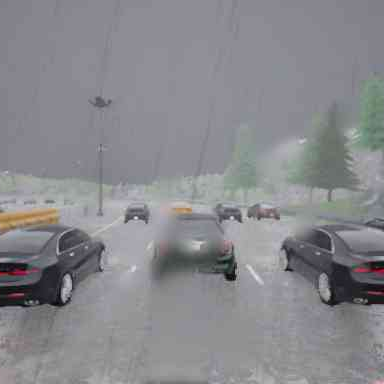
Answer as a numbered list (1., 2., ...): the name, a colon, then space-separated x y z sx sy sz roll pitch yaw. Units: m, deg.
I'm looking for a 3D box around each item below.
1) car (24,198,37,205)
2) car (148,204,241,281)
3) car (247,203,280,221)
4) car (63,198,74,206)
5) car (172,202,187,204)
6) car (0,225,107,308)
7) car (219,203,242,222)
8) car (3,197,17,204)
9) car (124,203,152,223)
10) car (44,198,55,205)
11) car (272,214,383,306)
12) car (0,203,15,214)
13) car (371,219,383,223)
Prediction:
1. car: -31.348 1.787 64.509 1.994 1.385 4.181 0 0 -21
2. car: 0.033 1.403 10.228 2.097 1.767 4.553 0 0 -1
3. car: 6.043 1.661 28.460 1.812 1.442 4.674 0 0 -6
4. car: -23.412 1.844 63.323 2.128 1.511 4.902 0 0 -19
5. car: -1.139 1.630 29.900 1.882 1.535 5.008 0 0 -6
6. car: -3.435 1.553 8.044 1.837 1.490 4.892 0 0 -1
7. car: 2.698 1.638 26.710 1.837 1.490 4.892 0 0 -5
8. car: -34.808 1.623 63.745 1.812 1.442 4.674 0 0 -21
9. car: -4.326 1.647 26.717 1.837 1.490 4.892 0 0 -6
10. car: -28.093 1.828 65.794 1.895 1.301 4.718 0 0 -21
11. car: 3.564 1.544 8.121 1.837 1.490 4.892 0 0 -1
12. car: -14.788 1.741 23.814 1.895 1.301 4.718 0 0 -5
13. car: 7.011 1.615 11.707 1.994 1.385 4.181 0 0 -1
